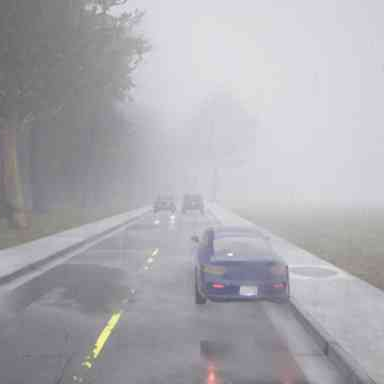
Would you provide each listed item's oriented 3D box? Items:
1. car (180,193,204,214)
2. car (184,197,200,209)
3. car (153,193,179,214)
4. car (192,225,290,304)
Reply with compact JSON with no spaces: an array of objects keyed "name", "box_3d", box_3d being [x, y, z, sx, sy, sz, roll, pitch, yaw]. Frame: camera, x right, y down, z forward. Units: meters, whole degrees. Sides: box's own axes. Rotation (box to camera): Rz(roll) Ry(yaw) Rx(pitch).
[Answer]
[{"name":"car","box_3d":[0.115,1.201,35.087,2.150,2.045,5.566,0,0,0]},{"name":"car","box_3d":[0.087,1.464,46.477,2.128,1.511,4.902,0,0,1]},{"name":"car","box_3d":[-2.809,1.199,35.488,2.150,2.045,5.566,0,0,0]},{"name":"car","box_3d":[0.973,1.521,7.977,1.812,1.442,4.674,0,0,0]}]
